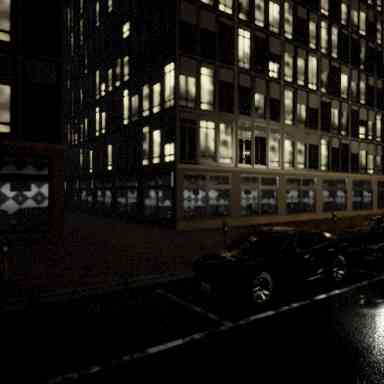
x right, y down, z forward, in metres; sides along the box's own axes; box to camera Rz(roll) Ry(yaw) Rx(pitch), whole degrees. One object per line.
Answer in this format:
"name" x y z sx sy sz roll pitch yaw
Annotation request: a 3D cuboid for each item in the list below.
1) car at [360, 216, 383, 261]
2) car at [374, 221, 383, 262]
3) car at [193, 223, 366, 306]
"car" 6.562 1.503 11.235 4.403 1.369 2.008 0 0 -35
"car" 6.658 1.464 8.111 4.892 1.490 1.837 0 0 -35
"car" 2.053 1.541 8.019 4.313 1.339 1.947 0 0 -35
